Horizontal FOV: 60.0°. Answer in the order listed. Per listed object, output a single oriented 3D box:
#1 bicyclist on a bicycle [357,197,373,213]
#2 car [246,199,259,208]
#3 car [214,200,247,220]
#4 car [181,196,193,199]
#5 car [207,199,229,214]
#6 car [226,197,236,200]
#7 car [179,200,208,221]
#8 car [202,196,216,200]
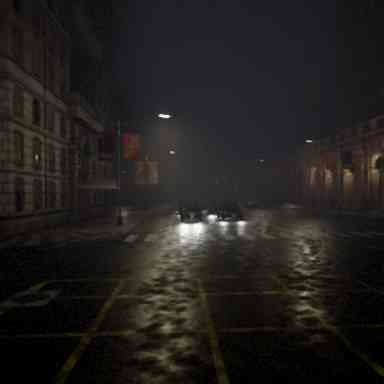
[{"bbox_3d":[17.705,1.307,34.030,1.656,1.620,0.582,-1,0,-2],"label":"bicyclist on a bicycle"},{"bbox_3d":[9.720,1.882,55.091,1.895,1.301,4.718,-1,0,-2],"label":"car"},{"bbox_3d":[3.400,1.709,30.010,1.812,1.442,4.674,-1,0,-2],"label":"car"},{"bbox_3d":[-0.808,1.618,50.149,2.150,2.045,5.566,-1,0,-2],"label":"car"},{"bbox_3d":[3.014,1.865,39.902,1.895,1.301,4.718,-1,0,-2],"label":"car"},{"bbox_3d":[6.161,1.673,53.569,2.097,1.767,4.553,-1,0,-2],"label":"car"},{"bbox_3d":[-0.092,1.723,29.699,2.128,1.511,4.902,-1,0,-3],"label":"car"},{"bbox_3d":[2.698,1.570,50.475,2.150,2.045,5.566,-1,0,-1],"label":"car"}]
